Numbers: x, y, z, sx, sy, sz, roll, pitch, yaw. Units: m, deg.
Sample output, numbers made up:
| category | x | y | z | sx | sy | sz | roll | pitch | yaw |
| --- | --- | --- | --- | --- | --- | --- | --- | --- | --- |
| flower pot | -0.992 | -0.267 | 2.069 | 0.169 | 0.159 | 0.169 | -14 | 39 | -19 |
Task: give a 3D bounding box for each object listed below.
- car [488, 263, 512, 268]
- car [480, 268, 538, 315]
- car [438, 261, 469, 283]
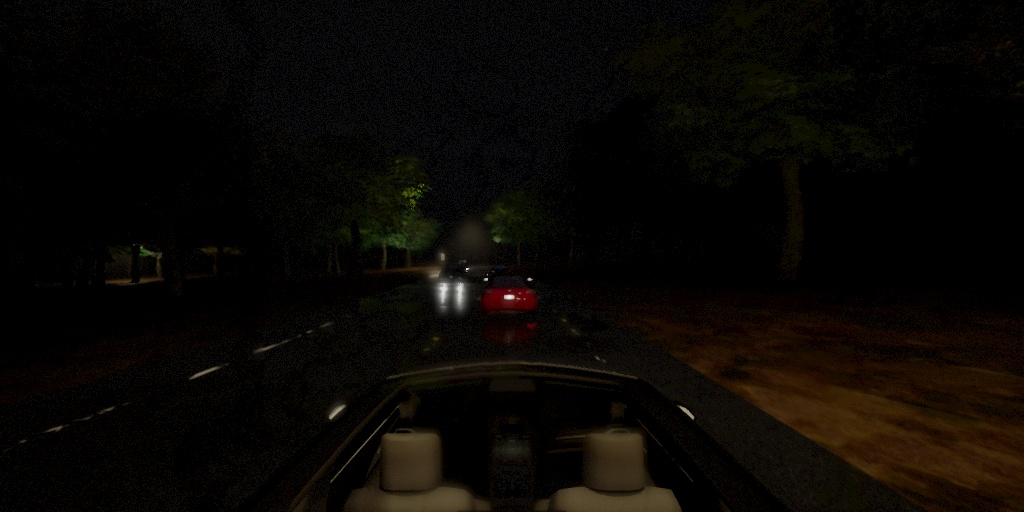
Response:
| category | x | y | z | sx | sy | sz | roll | pitch | yaw |
| --- | --- | --- | --- | --- | --- | --- | --- | --- | --- |
| car | -0.980 | 1.322 | 29.725 | 1.812 | 1.442 | 4.674 | 0 | 0 | -4 |
| car | -0.154 | 1.316 | 13.709 | 1.994 | 1.385 | 4.181 | 0 | 0 | -2 |
| car | -4.586 | 1.355 | 28.258 | 1.994 | 1.385 | 4.181 | 0 | 0 | -4 |
